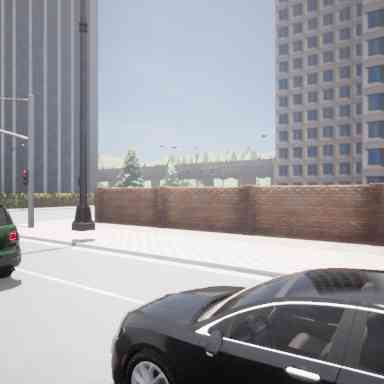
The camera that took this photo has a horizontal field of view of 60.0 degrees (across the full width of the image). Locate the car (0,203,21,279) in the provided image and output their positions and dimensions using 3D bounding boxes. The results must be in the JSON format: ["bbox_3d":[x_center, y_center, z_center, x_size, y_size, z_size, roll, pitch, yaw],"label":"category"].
[{"bbox_3d":[-6.748,1.221,8.791,5.566,2.045,2.150,0,0,35],"label":"car"}]

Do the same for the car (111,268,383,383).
[{"bbox_3d":[1.328,1.505,3.046,4.892,1.490,1.837,0,0,36],"label":"car"}]
